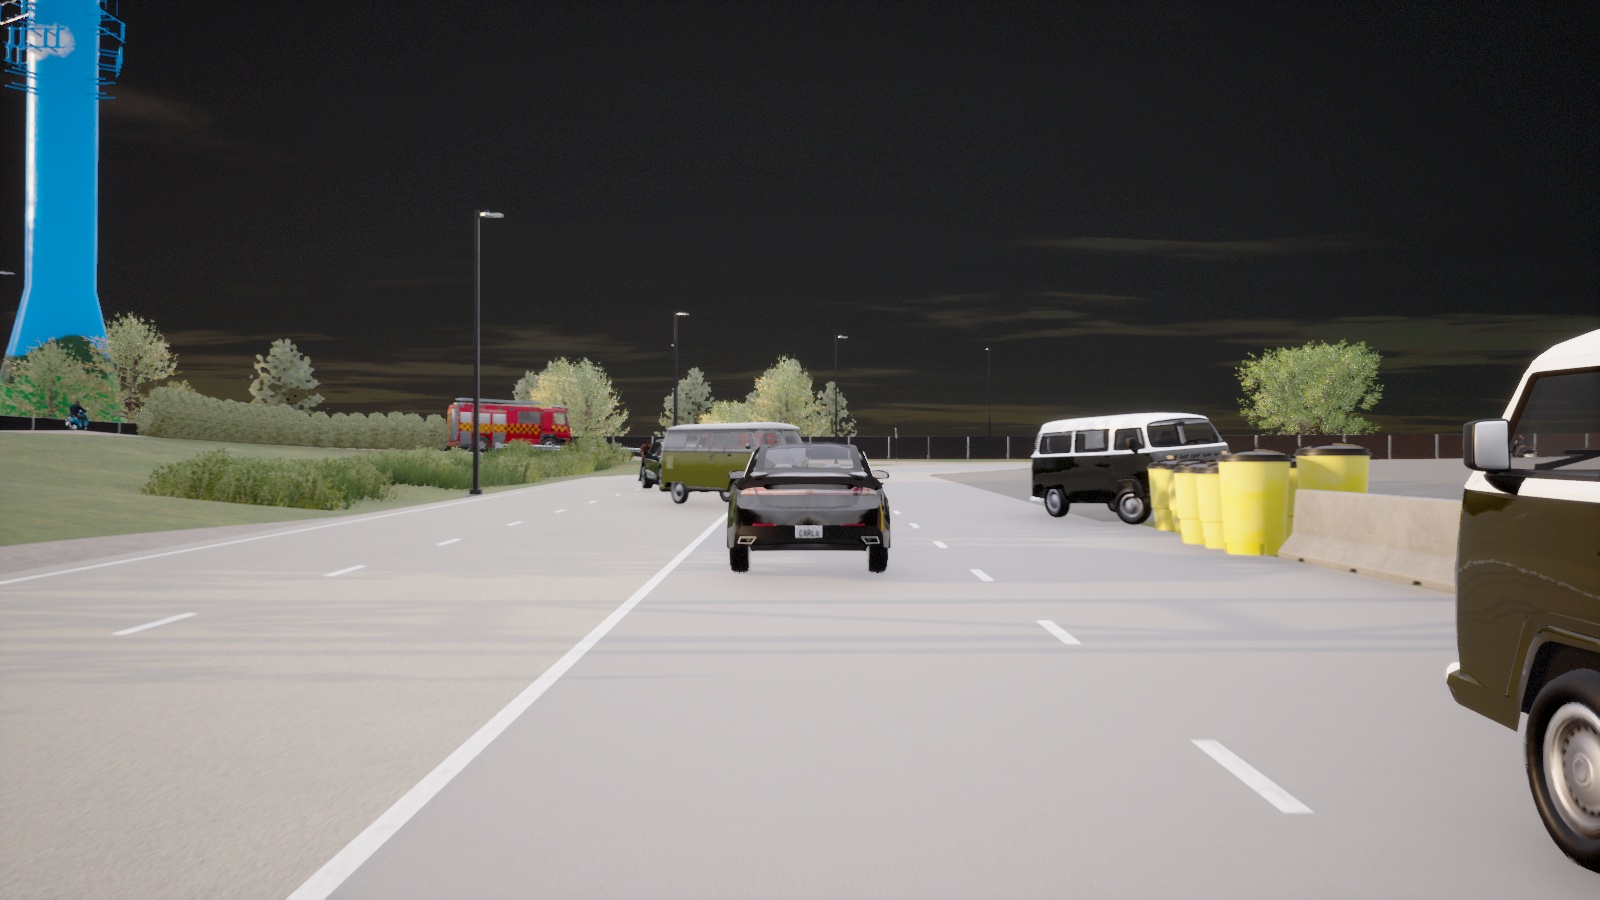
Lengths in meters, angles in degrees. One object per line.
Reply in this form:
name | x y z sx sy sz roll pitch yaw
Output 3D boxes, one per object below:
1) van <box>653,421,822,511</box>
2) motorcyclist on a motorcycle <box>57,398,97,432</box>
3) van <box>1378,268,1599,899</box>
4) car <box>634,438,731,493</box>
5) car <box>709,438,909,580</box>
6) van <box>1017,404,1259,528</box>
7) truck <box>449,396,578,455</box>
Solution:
van | -1.578 0.336 30.093 1.775 1.987 4.442 0 0 -38
motorcyclist on a motorcycle | -35.804 -1.720 62.247 0.866 1.590 1.817 0 -2 2
van | 3.534 0.456 3.209 2.069 2.038 4.480 0 0 0
car | -3.818 0.452 39.942 2.033 1.649 4.856 0 0 -18
car | 0.107 0.617 15.852 2.128 1.511 4.902 0 0 0
van | 6.323 0.333 24.111 2.069 2.038 4.480 -4 0 -22
truck | -20.599 -1.680 90.382 8.468 3.827 2.891 2 -2 -31
